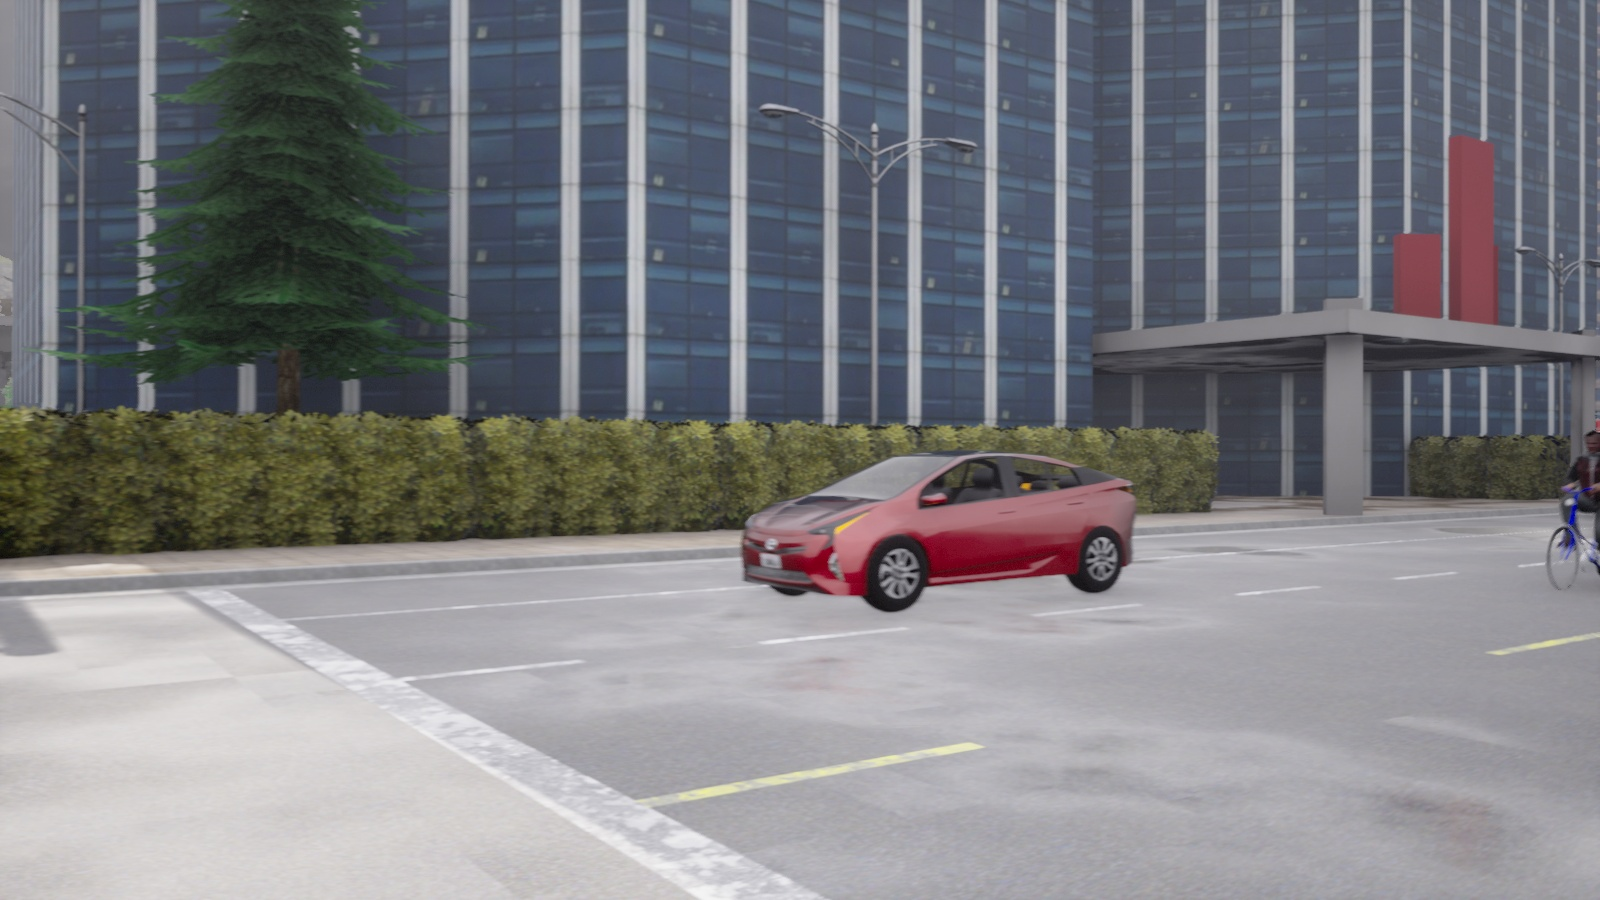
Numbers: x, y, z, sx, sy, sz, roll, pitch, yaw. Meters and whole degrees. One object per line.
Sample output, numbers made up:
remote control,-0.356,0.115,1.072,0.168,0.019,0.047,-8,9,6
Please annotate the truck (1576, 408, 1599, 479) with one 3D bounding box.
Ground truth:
truck,46.081,-0.355,66.069,2.891,3.827,8.468,0,0,-34

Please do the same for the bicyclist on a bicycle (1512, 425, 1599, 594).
bicyclist on a bicycle,8.735,0.631,14.003,1.843,1.776,0.659,0,0,-35

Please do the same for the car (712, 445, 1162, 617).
car,1.534,0.721,13.255,4.514,1.525,2.007,0,0,-35
